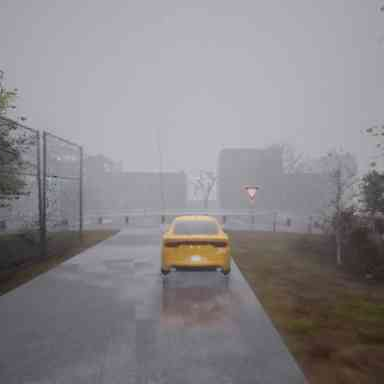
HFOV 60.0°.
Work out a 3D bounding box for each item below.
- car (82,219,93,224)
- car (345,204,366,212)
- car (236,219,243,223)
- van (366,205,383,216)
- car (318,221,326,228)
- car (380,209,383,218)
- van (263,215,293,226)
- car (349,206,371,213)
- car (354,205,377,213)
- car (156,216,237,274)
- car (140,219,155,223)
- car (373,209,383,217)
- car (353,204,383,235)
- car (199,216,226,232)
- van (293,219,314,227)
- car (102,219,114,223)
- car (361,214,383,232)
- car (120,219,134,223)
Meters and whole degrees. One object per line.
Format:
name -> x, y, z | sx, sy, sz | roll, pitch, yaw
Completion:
car -> -15.038, 4.539, 47.263 | 1.946, 1.575, 5.366 | 0, 0, -18
car -> 41.695, 4.021, 85.058 | 4.553, 1.767, 2.185 | -1, 1, -17
car -> 5.736, 4.544, 46.440 | 2.231, 1.521, 4.892 | 0, 0, -18
van -> 40.850, 4.039, 73.020 | 4.442, 1.987, 1.878 | -1, 1, -17
car -> 17.574, 4.290, 46.047 | 2.435, 2.045, 5.566 | 0, 0, -18
car -> 40.802, 4.316, 67.117 | 5.366, 1.575, 1.946 | -1, 0, -17
van -> 11.605, 4.317, 46.366 | 1.878, 1.987, 4.442 | 0, 0, -18
car -> 41.485, 4.215, 82.058 | 4.674, 1.452, 2.002 | -1, 0, -17
car -> 41.276, 4.079, 79.055 | 4.553, 1.767, 2.185 | -1, 0, -17
car -> 0.102, 1.494, 10.711 | 1.882, 1.535, 5.008 | 0, 0, 0
car -> -6.084, 4.572, 46.788 | 2.163, 1.488, 4.792 | 0, 0, -18
car -> 40.788, 4.332, 70.064 | 4.674, 1.452, 2.002 | -1, 0, -17
car -> 13.346, 2.032, 22.228 | 4.553, 1.767, 2.097 | 4, 1, 3
car -> 2.764, 4.418, 46.563 | 2.185, 1.767, 4.553 | 0, 0, -18
van -> 14.562, 4.317, 46.273 | 1.878, 1.987, 4.442 | 0, 0, -18
car -> -12.011, 4.541, 46.997 | 2.097, 1.535, 5.008 | 0, 0, -18
car -> 26.415, 4.289, 45.813 | 2.435, 2.045, 5.566 | 0, 0, -18
car -> -9.123, 4.540, 47.077 | 1.946, 1.575, 5.366 | 0, 0, -18
